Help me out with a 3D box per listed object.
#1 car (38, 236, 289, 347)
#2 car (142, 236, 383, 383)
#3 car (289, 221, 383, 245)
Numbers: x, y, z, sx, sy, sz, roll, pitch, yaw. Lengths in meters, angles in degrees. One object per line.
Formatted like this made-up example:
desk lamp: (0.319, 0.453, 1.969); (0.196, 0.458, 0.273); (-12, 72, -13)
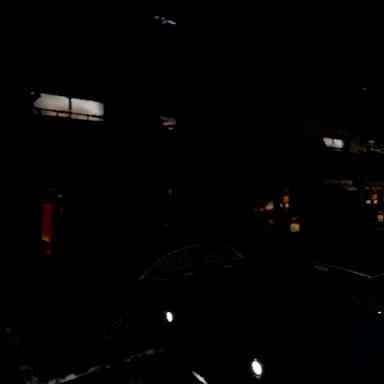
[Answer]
car: (-0.471, 1.555, 6.227); (4.403, 1.369, 2.008); (0, 0, -35)
car: (1.892, 1.606, 4.700); (4.718, 1.301, 1.895); (0, 0, -35)
car: (4.028, 1.556, 9.435); (4.507, 1.381, 1.887); (0, 0, -35)
